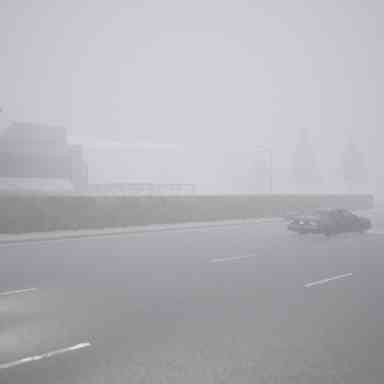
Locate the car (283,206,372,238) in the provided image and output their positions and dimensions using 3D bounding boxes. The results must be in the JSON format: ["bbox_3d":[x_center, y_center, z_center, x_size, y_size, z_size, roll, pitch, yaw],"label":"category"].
[{"bbox_3d":[7.341,1.547,17.586,5.357,1.411,2.033,0,0,-36],"label":"car"}]

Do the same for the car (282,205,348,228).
[{"bbox_3d":[8.449,1.600,22.677,4.718,1.301,1.895,0,0,-36],"label":"car"}]
